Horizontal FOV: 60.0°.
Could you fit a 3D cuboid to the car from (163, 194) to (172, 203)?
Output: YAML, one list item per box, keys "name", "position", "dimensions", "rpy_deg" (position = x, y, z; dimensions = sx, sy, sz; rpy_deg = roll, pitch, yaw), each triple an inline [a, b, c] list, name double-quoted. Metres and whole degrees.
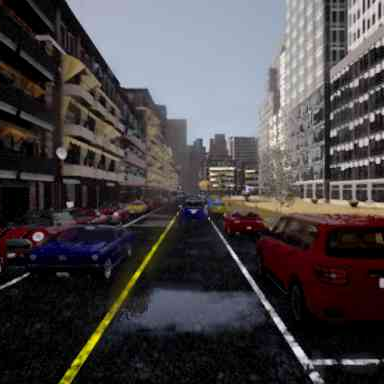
- name: "car"
  position: [-5.676, 1.632, 67.537]
  dimensions: [1.752, 1.417, 4.829]
  rpy_deg: [0, 0, 0]

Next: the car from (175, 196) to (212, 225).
- name: "car"
  position: [0.108, 1.377, 24.482]
  dimensions: [2.097, 1.767, 4.553]
  rpy_deg: [0, 0, 0]

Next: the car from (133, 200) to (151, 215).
- name: "car"
  position: [-5.684, 1.565, 34.377]
  dimensions: [1.752, 1.417, 4.829]
  rpy_deg: [0, 0, 0]

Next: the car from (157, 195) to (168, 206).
- name: "car"
  position: [-5.678, 1.626, 56.653]
  dimensions: [1.887, 1.381, 4.507]
  rpy_deg: [0, 0, 0]

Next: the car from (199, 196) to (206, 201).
- name: "car"
  position: [2.711, 1.689, 89.979]
  dimensions: [1.752, 1.417, 4.829]
  rpy_deg: [0, 0, 0]

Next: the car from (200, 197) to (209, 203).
- name: "car"
  position: [2.706, 1.702, 73.230]
  dimensions: [1.802, 1.307, 4.206]
  rpy_deg: [0, 0, 0]

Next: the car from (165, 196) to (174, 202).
- name: "car"
  position: [-5.670, 1.699, 84.287]
  dimensions: [2.008, 1.369, 4.403]
  rpy_deg: [0, 0, 0]

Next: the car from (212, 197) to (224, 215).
- name: "car"
  position: [2.696, 1.566, 34.714]
  dimensions: [1.752, 1.417, 4.829]
  rpy_deg: [0, 0, 0]

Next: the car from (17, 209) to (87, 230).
- name: "car"
  position: [-5.691, 1.453, 12.440]
  dimensions: [1.967, 1.590, 4.097]
  rpy_deg: [0, 0, 0]

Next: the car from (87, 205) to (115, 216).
- name: "car"
  position: [-5.689, 1.601, 17.967]
  dimensions: [1.802, 1.307, 4.206]
  rpy_deg: [0, 0, 0]

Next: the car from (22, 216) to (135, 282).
- name: "car"
  position: [-2.997, 1.611, 9.932]
  dimensions: [1.895, 1.301, 4.718]
  rpy_deg: [0, 0, 0]

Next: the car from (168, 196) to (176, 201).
- name: "car"
  position: [-5.667, 1.746, 95.339]
  dimensions: [1.947, 1.339, 4.313]
  rpy_deg: [0, 0, 0]

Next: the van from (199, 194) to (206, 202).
- name: "van"
  position: [2.708, 1.489, 84.284]
  dimensions: [1.690, 1.788, 3.998]
  rpy_deg: [0, 0, 0]

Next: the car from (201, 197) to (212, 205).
- name: "car"
  position: [2.703, 1.620, 62.347]
  dimensions: [1.752, 1.417, 4.829]
  rpy_deg: [0, 0, 0]

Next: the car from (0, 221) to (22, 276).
- name: "car"
  position: [-5.692, 1.552, 6.912]
  dimensions: [1.887, 1.381, 4.507]
  rpy_deg: [0, 0, 0]

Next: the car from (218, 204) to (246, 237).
- name: "car"
  position: [2.691, 1.564, 17.964]
  dimensions: [1.887, 1.381, 4.507]
  rpy_deg: [0, 0, 0]

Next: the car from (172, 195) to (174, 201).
- name: "car"
  position: [-5.675, 1.435, 73.233]
  dimensions: [2.192, 1.841, 5.009]
  rpy_deg: [0, 0, 0]

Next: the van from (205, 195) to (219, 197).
- name: "van"
  position: [2.696, 1.390, 40.070]
  dimensions: [1.690, 1.788, 3.998]
  rpy_deg: [0, 0, 0]

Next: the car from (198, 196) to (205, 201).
- name: "car"
  position: [2.713, 1.745, 95.337]
  dimensions: [1.947, 1.339, 4.313]
  rpy_deg: [0, 0, 0]

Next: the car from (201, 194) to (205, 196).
- name: "car"
  position: [2.701, 1.522, 56.650]
  dimensions: [1.967, 1.590, 4.097]
  rpy_deg: [0, 0, 0]

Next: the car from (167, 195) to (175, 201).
- name: "car"
  position: [-5.669, 1.604, 89.812]
  dimensions: [1.967, 1.590, 4.097]
  rpy_deg: [0, 0, 0]

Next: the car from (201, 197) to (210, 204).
- name: "car"
  position: [2.705, 1.689, 67.704]
  dimensions: [1.802, 1.307, 4.206]
  rpy_deg: [0, 0, 0]

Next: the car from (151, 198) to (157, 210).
- name: "car"
  position: [-5.683, 1.594, 40.072]
  dimensions: [1.887, 1.381, 4.507]
  rpy_deg: [0, 0, 0]

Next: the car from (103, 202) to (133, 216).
- name: "car"
  position: [-5.688, 1.465, 23.493]
  dimensions: [1.967, 1.590, 4.097]
  rpy_deg: [0, 0, 0]

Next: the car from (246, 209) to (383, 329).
- name: "car"
  position: [2.687, 1.322, 6.910]
  dimensions: [2.192, 1.841, 5.009]
  rpy_deg: [0, 0, 0]
